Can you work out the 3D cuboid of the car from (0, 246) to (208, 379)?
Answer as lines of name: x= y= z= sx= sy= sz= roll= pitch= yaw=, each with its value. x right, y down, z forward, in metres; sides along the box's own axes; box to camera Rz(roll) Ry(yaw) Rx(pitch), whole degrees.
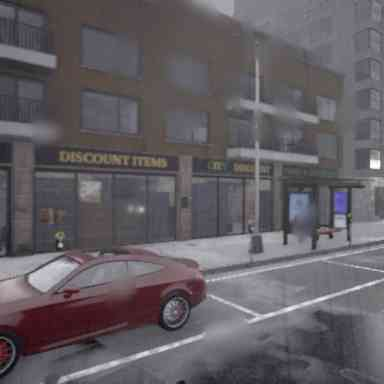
car: x=-1.659 y=1.589 z=5.349 sx=4.206 sy=1.307 sz=1.802 roll=0 pitch=0 yaw=-35
